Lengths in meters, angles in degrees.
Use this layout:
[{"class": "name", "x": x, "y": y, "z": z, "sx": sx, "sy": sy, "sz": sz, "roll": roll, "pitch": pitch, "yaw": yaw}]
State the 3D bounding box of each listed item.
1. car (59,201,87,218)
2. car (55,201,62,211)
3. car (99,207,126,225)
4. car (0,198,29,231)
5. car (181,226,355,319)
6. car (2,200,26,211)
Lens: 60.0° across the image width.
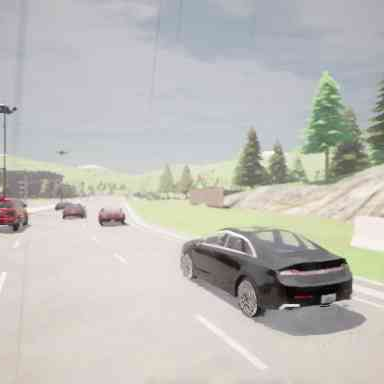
[{"class": "car", "x": -11.667, "y": 1.853, "z": 33.289, "sx": 1.994, "sy": 1.385, "sz": 4.181, "roll": 0, "pitch": 0, "yaw": -13}, {"class": "car", "x": -18.663, "y": 1.993, "z": 48.578, "sx": 1.994, "sy": 1.385, "sz": 4.181, "roll": 0, "pitch": 0, "yaw": -12}, {"class": "car", "x": -6.361, "y": 1.816, "z": 26.260, "sx": 1.895, "sy": 1.301, "sz": 4.718, "roll": 0, "pitch": 0, "yaw": -16}, {"class": "car", "x": -12.385, "y": 1.436, "z": 22.103, "sx": 2.150, "sy": 2.045, "sz": 5.566, "roll": 0, "pitch": 0, "yaw": -18}, {"class": "car", "x": 1.284, "y": 1.540, "z": 7.657, "sx": 2.128, "sy": 1.511, "sz": 4.902, "roll": 0, "pitch": 0, "yaw": -23}, {"class": "car", "x": -27.667, "y": 2.023, "z": 51.883, "sx": 2.128, "sy": 1.511, "sz": 4.902, "roll": 0, "pitch": 0, "yaw": -12}]
